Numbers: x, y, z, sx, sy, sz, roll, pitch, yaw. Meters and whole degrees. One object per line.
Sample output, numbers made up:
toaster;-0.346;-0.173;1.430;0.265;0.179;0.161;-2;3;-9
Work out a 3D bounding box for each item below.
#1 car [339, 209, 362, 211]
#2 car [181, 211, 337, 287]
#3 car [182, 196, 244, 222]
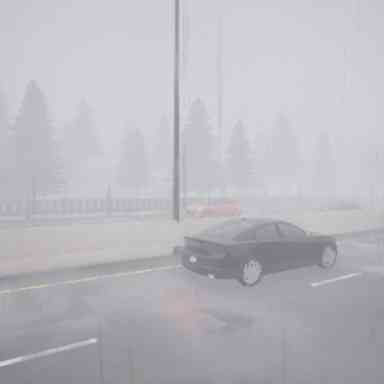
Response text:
car;13.391;1.421;30.029;4.902;1.511;2.128;0;0;-34
car;2.055;1.450;9.328;5.008;1.535;1.882;0;0;-35
car;1.680;1.266;26.293;4.553;1.767;2.097;0;0;-34
